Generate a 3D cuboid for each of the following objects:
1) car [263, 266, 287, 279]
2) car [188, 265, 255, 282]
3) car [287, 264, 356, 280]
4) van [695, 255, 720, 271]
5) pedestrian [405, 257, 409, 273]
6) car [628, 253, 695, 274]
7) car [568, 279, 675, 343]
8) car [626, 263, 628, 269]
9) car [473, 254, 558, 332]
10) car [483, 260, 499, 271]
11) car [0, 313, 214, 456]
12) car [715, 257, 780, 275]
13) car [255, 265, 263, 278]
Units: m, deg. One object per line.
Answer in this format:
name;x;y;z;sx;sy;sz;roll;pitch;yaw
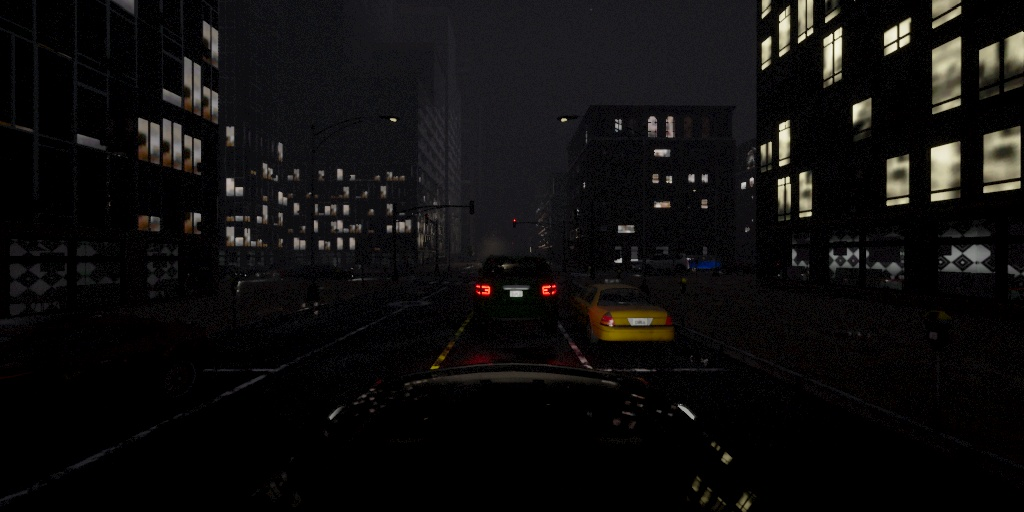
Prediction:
car;-21.851;1.573;36.681;5.357;1.411;2.033;-1;0;0
car;-27.533;1.612;33.721;4.892;1.490;1.837;-1;0;-1
car;-17.719;1.524;33.855;5.357;1.411;2.033;-1;0;-1
van;20.944;0.811;39.749;3.998;1.789;1.690;0;0;-1
pedestrian;-12.387;1.032;42.291;0.375;1.860;0.375;0;1;-1
car;15.401;0.766;37.220;5.566;2.045;2.150;-1;0;-1
car;2.559;1.277;9.468;1.751;1.417;4.829;0;0;0
car;15.289;0.855;39.685;5.009;1.841;2.192;0;0;-1
car;0.090;0.974;11.021;2.150;2.045;5.566;0;0;0
car;-2.880;1.313;50.668;2.033;1.411;5.357;0;0;-1
car;-5.317;1.332;3.731;1.802;1.307;4.207;0;0;0
car;21.060;1.028;31.869;4.507;1.381;1.888;0;0;-1
car;-28.436;1.659;39.091;4.403;1.370;2.007;0;0;-1
